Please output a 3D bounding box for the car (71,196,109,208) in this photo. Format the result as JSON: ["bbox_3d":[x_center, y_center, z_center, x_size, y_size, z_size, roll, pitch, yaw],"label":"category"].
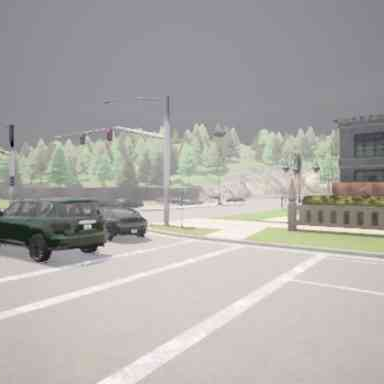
[{"bbox_3d":[-14.561,1.444,47.617,1.882,1.535,5.008,0,1,36],"label":"car"}]

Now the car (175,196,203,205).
[{"bbox_3d":[-0.248,1.572,55.351,1.895,1.301,4.718,0,0,36],"label":"car"}]

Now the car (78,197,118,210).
[{"bbox_3d":[-12.454,1.458,44.585,2.128,1.511,4.902,0,0,36],"label":"car"}]

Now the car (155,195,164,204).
[{"bbox_3d":[-4.701,1.318,61.066,2.097,1.767,4.553,0,0,37],"label":"car"}]

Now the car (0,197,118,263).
[{"bbox_3d":[-5.525,1.211,12.227,5.566,2.045,2.150,0,0,36],"label":"car"}]

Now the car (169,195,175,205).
[{"bbox_3d":[-1.675,1.475,59.293,1.837,1.490,4.892,0,0,37],"label":"car"}]

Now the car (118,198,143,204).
[{"bbox_3d":[-8.740,1.519,43.735,2.033,1.411,5.357,0,0,36],"label":"car"}]

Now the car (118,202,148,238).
[{"bbox_3d":[-3.957,1.494,16.909,1.837,1.490,4.892,-2,1,-35],"label":"car"}]

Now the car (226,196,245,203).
[{"bbox_3d":[9.033,1.473,67.951,2.033,1.411,5.357,0,0,36],"label":"car"}]
